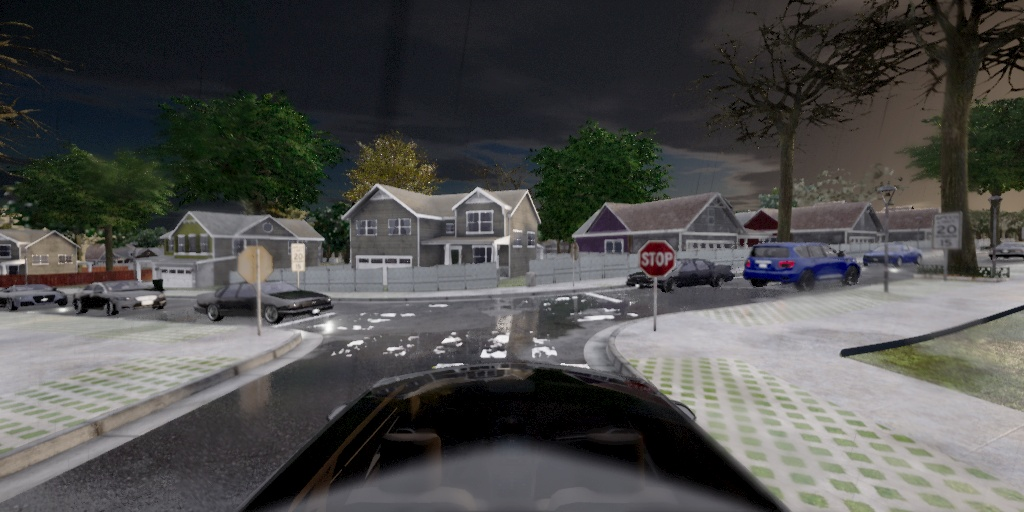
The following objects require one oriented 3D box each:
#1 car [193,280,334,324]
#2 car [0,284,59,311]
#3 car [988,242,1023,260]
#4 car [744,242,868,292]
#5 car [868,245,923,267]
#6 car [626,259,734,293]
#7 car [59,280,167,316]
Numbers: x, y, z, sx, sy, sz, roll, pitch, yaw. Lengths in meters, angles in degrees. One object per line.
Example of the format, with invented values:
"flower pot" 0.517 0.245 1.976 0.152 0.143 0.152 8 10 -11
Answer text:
"car" -9.383 1.637 13.463 5.357 1.411 2.033 -2 0 20
"car" -28.184 2.347 20.943 4.181 1.385 1.994 -2 0 22
"car" 40.734 -0.389 28.981 5.357 1.411 2.033 -2 2 -25
"car" 13.105 0.391 16.229 5.566 2.045 2.150 -3 2 -23
"car" 27.780 -0.060 26.163 5.008 1.535 1.882 -2 2 -25
"car" 8.055 0.844 17.087 5.357 1.411 2.033 -3 2 -23
"car" -18.735 1.934 17.109 4.902 1.511 2.128 -2 0 22
